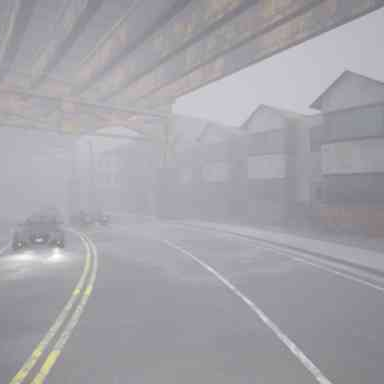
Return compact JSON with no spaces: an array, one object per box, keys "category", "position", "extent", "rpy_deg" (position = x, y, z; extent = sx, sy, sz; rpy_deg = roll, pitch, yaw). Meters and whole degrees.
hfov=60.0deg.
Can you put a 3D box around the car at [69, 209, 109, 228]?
[{"category":"car","position":[-7.957,1.954,25.380],"extent":[1.895,1.301,4.718],"rpy_deg":[0,-1,-32]}]

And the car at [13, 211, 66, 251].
[{"category":"car","position":[-6.889,1.779,15.237],"extent":[1.994,1.385,4.181],"rpy_deg":[0,-1,-22]}]

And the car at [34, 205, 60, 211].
[{"category":"car","position":[-15.761,2.101,36.004],"extent":[1.994,1.385,4.181],"rpy_deg":[0,-1,-37]}]
